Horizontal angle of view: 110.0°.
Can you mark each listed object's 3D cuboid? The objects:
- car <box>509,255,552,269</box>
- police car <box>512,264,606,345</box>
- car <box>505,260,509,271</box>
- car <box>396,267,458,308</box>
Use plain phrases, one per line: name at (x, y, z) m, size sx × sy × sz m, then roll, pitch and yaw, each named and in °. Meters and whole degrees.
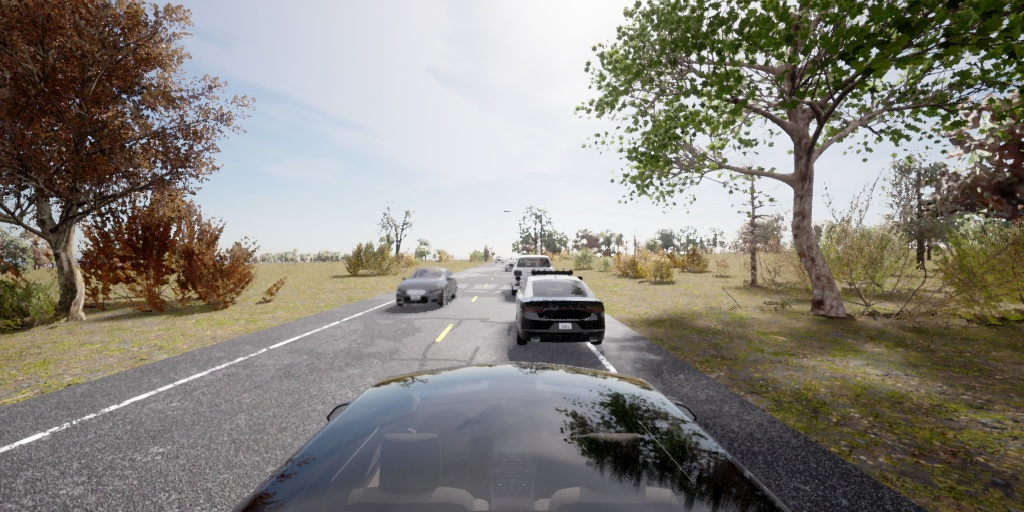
car at (1.057, 0.979, 19.566) m, size 2.150 × 2.045 × 5.566 m, roll 0°, pitch 0°, yaw 0°
police car at (1.053, 1.177, 9.644) m, size 1.930 × 1.638 × 5.238 m, roll 0°, pitch 0°, yaw 0°
car at (0.055, 1.284, 48.265) m, size 1.812 × 1.442 × 4.674 m, roll 0°, pitch 0°, yaw 1°
car at (-3.495, 1.245, 15.452) m, size 2.128 × 1.511 × 4.902 m, roll 0°, pitch 0°, yaw 0°
